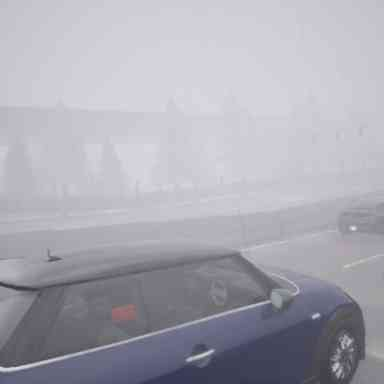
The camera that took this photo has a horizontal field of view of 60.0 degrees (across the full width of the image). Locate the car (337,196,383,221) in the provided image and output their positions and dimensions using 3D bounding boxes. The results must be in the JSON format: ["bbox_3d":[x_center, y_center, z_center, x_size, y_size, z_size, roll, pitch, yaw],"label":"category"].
[{"bbox_3d":[7.938,0.932,13.739,4.892,1.490,1.837,-5,3,-36],"label":"car"}]

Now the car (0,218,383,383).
[{"bbox_3d":[-0.066,1.322,3.699,4.553,1.767,2.097,-1,1,-36],"label":"car"}]
